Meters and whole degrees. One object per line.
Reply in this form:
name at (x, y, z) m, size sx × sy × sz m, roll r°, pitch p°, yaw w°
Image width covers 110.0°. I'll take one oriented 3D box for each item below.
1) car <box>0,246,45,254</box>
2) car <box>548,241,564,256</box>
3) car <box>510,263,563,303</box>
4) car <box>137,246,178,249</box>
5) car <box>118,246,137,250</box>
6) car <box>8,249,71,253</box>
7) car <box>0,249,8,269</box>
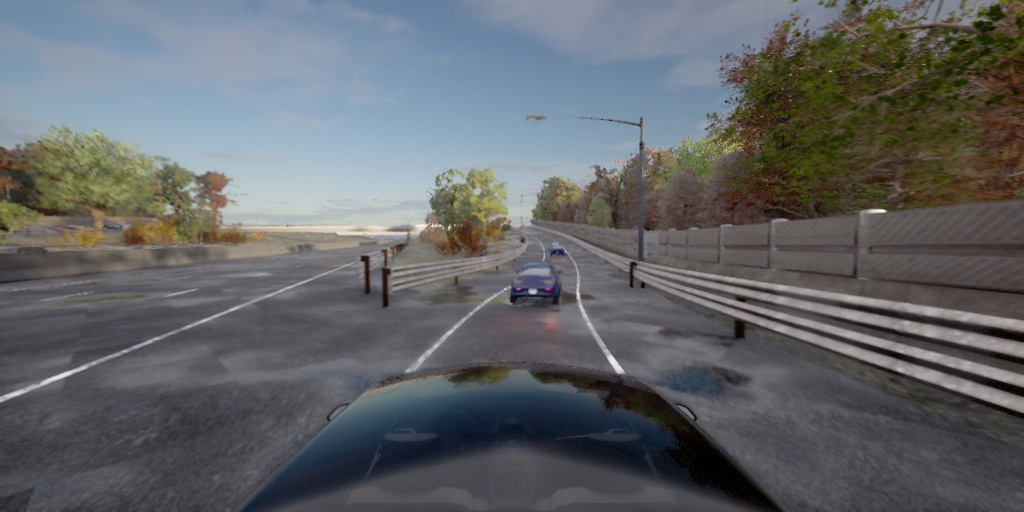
car at (-35.932, 0.092, 25.739) m, size 2.097 × 1.767 × 4.553 m, roll -1°, pitch 3°, yaw -15°
car at (6.283, -0.838, 50.180) m, size 1.882 × 1.535 × 5.008 m, roll 0°, pitch 5°, yaw 5°
car at (1.068, 1.000, 14.689) m, size 1.812 × 1.442 × 4.674 m, roll 0°, pitch 1°, yaw 8°
car at (-40.441, -0.453, 41.961) m, size 2.128 × 1.511 × 4.902 m, roll -1°, pitch 3°, yaw -15°
car at (-43.851, -0.361, 41.184) m, size 1.812 × 1.442 × 4.674 m, roll -1°, pitch 3°, yaw -15°
car at (-32.334, 0.313, 25.856) m, size 1.895 × 1.301 × 4.718 m, roll -1°, pitch 3°, yaw -15°
car at (-39.367, 0.289, 25.049) m, size 2.128 × 1.511 × 4.902 m, roll -1°, pitch 2°, yaw -15°
